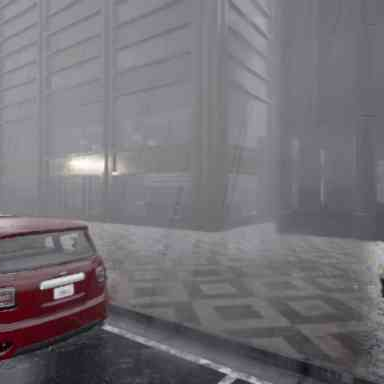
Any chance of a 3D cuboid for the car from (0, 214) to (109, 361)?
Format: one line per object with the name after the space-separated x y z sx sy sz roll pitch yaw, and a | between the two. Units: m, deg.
-3.517 1.299 5.476 5.009 1.841 2.192 0 0 36 | car
